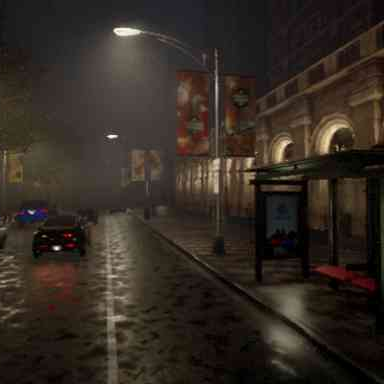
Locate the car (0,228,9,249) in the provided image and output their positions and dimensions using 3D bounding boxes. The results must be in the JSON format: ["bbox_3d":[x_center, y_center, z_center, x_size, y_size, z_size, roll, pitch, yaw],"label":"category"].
[{"bbox_3d":[-8.647,1.811,12.824,1.895,1.301,4.718,0,-1,-14],"label":"car"}]

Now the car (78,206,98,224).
[{"bbox_3d":[-9.179,1.945,28.861,1.812,1.442,4.674,0,-1,-14],"label":"car"}]

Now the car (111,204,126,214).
[{"bbox_3d":[-10.048,2.229,45.080,1.895,1.301,4.718,0,-1,-15],"label":"car"}]

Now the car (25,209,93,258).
[{"bbox_3d":[-5.322,1.715,13.954,1.837,1.490,4.892,0,0,-14],"label":"car"}]

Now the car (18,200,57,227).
[{"bbox_3d":[-12.249,1.632,26.698,2.150,2.045,5.566,0,0,-14],"label":"car"}]
